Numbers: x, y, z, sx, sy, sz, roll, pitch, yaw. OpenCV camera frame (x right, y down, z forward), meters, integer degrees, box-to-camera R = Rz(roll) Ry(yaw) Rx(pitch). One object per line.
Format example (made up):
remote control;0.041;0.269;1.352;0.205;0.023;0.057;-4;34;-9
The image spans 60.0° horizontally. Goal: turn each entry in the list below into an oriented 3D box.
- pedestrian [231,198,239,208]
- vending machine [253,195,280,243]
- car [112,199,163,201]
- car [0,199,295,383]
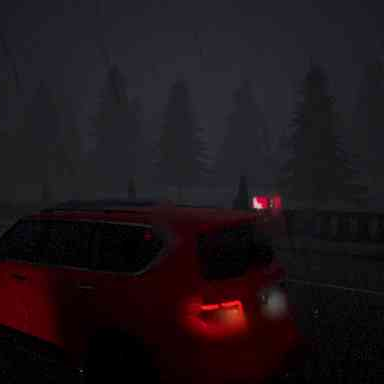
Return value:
pedestrian;1.905;1.136;14.401;0.375;1.860;0.375;0;0;32
vending machine;3.399;1.190;15.197;0.880;2.100;1.100;0;0;32
car;-2.934;1.213;9.820;5.566;2.045;2.150;0;0;30
car;-1.421;1.216;4.796;5.566;2.045;2.150;0;0;32
